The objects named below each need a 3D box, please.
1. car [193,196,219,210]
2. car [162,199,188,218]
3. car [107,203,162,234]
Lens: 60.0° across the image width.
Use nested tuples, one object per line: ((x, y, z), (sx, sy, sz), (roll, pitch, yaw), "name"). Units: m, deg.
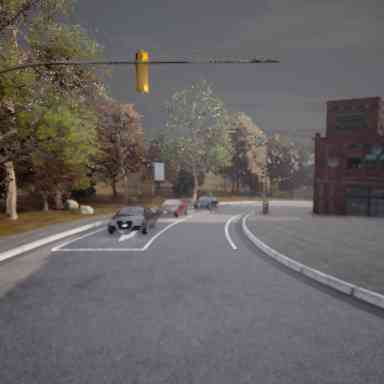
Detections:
((1.696, 1.212, 38.427), (1.837, 1.490, 4.892), (2, 2, 22), "car")
((-1.580, 1.308, 28.431), (1.812, 1.442, 4.674), (1, 1, 14), "car")
((-3.168, 1.449, 18.426), (1.994, 1.385, 4.181), (0, 1, 5), "car")
